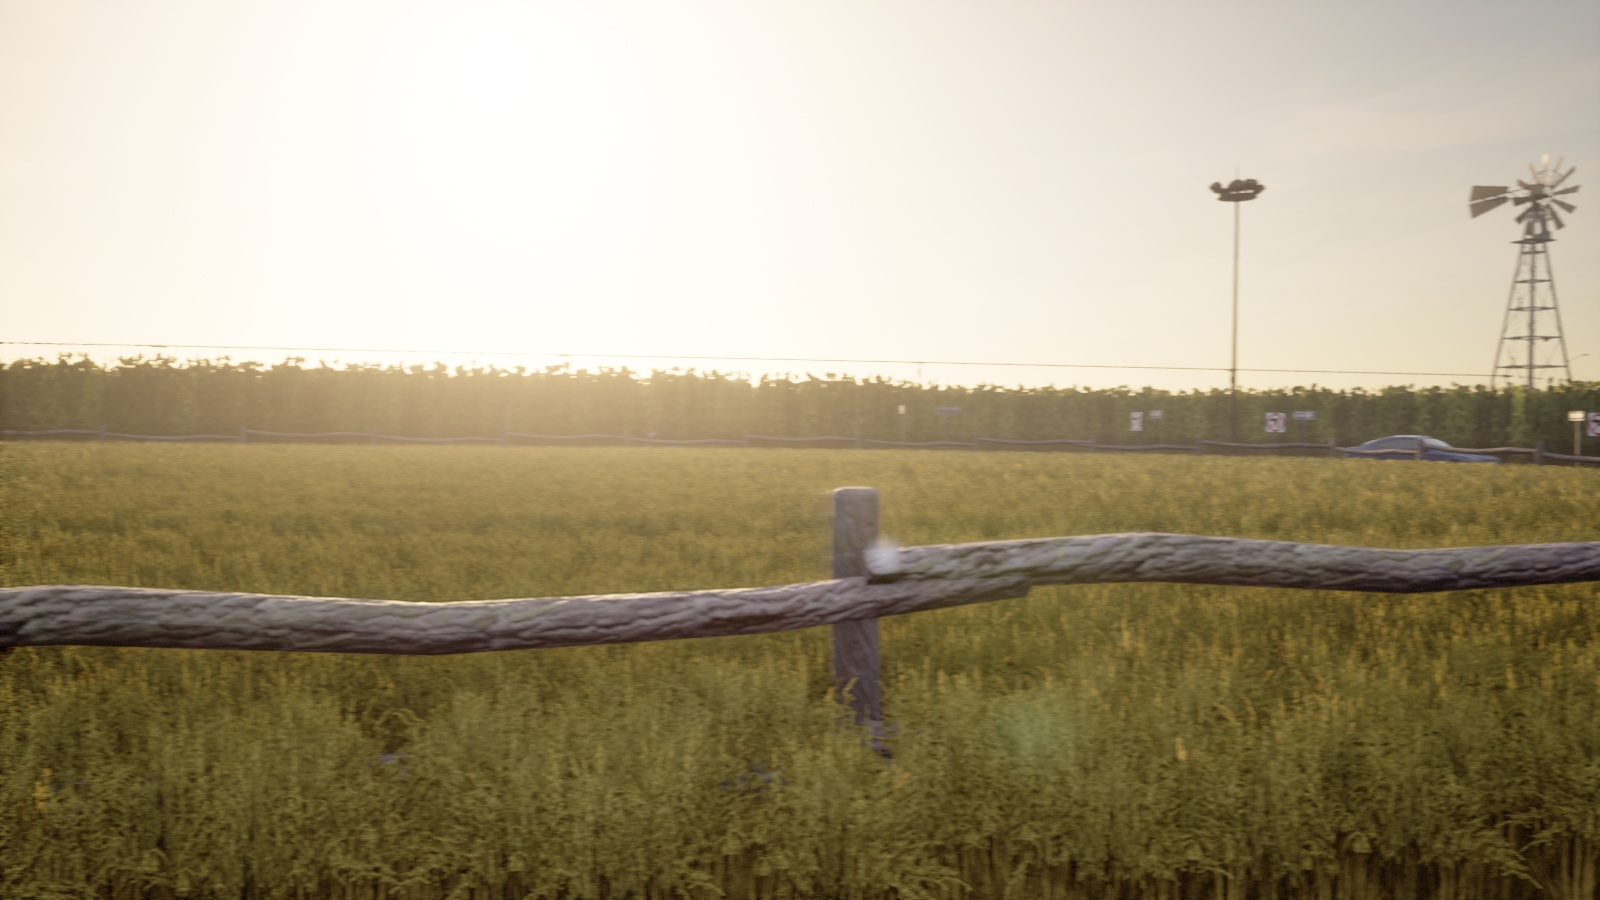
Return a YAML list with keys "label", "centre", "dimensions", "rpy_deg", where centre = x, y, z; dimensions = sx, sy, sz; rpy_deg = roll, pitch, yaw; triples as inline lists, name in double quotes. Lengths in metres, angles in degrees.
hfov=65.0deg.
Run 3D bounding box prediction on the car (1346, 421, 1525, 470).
- label: "car"
  centre: [19.872, -0.152, 39.455]
  dimensions: [1.812, 1.442, 4.674]
  rpy_deg: [-1, 1, -38]
